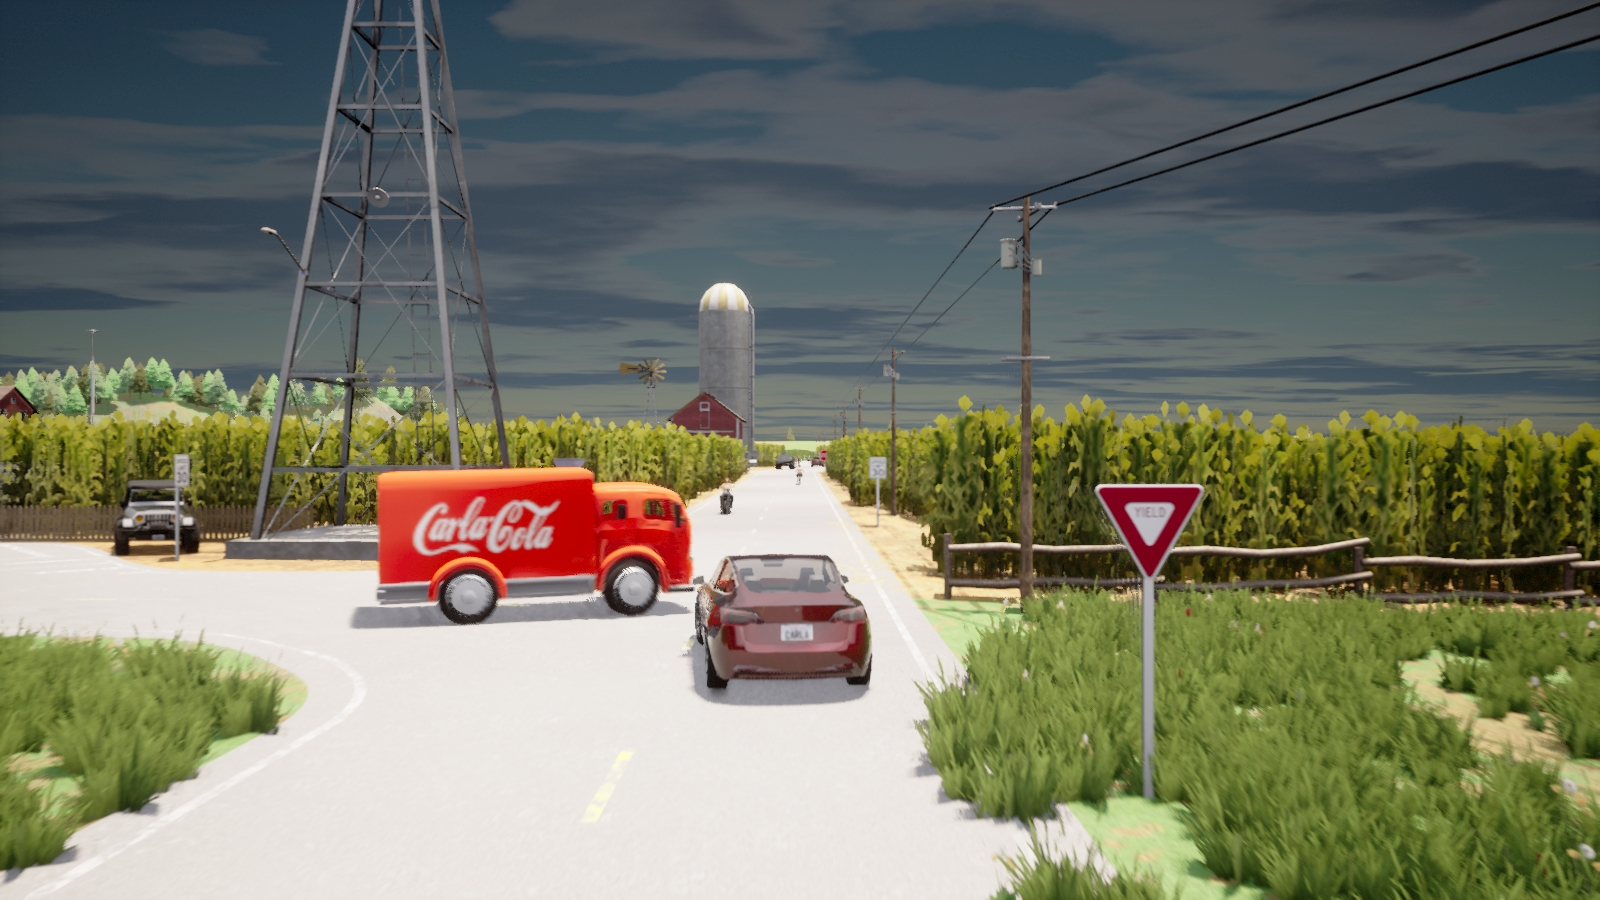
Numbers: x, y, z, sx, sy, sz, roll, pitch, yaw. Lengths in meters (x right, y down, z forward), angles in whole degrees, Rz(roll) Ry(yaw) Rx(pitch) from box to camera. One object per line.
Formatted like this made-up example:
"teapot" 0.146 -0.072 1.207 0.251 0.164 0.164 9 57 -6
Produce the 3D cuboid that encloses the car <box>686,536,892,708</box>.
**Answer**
"car" -0.349 2.055 14.910 2.163 1.488 4.792 0 0 -7

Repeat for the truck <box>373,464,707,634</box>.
"truck" -4.452 1.547 19.561 5.204 2.467 2.627 -1 1 -18
